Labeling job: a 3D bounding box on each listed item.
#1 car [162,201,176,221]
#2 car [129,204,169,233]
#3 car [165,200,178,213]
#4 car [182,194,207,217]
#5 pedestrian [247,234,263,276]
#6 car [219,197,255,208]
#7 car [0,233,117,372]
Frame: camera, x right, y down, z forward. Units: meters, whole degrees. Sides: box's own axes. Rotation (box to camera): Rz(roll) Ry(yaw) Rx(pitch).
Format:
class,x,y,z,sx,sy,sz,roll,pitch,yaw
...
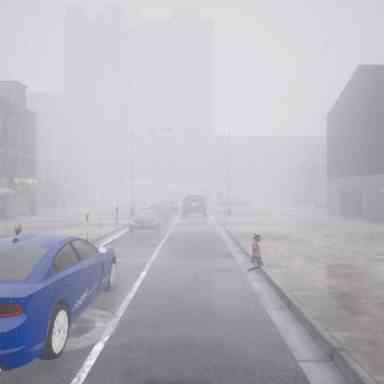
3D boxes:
class,x,y,z,sx,sy,sz,roll,pitch,yaw
car,-2.512,1.567,24.778,1.947,1.339,4.313,0,0,0
car,-2.540,1.583,19.326,1.802,1.307,4.206,0,0,0
car,-2.455,1.567,35.682,1.947,1.339,4.313,0,0,0
car,0.234,1.225,30.960,2.150,2.045,5.566,0,0,1
pedestrian,1.716,1.294,8.943,0.375,1.860,0.375,0,0,0
car,6.212,1.479,45.904,4.902,1.511,2.128,0,0,-12
car,-2.720,1.478,5.965,1.882,1.535,5.008,0,0,0
